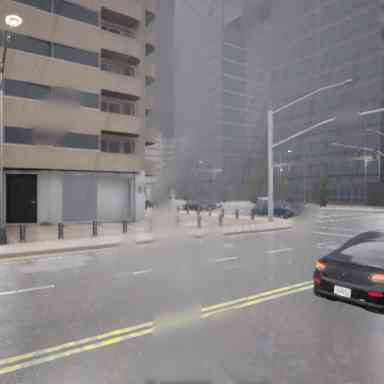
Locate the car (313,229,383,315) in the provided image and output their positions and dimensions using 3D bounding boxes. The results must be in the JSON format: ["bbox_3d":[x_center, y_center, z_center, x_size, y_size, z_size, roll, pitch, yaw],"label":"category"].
[{"bbox_3d":[4.440,1.526,6.982,4.674,1.442,1.812,0,0,-35],"label":"car"}]

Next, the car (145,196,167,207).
[{"bbox_3d":[-6.092,1.422,47.833,1.882,1.535,5.008,0,0,-35],"label":"car"}]

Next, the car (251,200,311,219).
[{"bbox_3d":[7.427,1.492,28.417,2.033,1.411,5.357,0,0,-32],"label":"car"}]

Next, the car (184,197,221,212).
[{"bbox_3d":[0.902,1.509,37.881,1.994,1.385,4.181,0,0,-37],"label":"car"}]

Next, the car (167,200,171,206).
[{"bbox_3d":[-5.212,1.451,52.683,1.837,1.490,4.892,0,0,-35],"label":"car"}]

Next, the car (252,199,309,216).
[{"bbox_3d":[8.657,1.492,33.127,2.033,1.411,5.357,0,0,-36],"label":"car"}]
